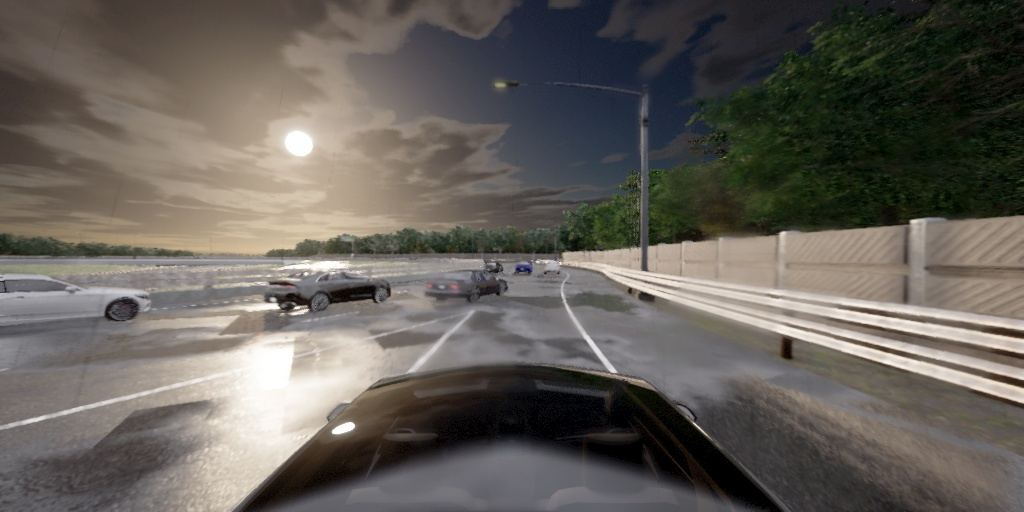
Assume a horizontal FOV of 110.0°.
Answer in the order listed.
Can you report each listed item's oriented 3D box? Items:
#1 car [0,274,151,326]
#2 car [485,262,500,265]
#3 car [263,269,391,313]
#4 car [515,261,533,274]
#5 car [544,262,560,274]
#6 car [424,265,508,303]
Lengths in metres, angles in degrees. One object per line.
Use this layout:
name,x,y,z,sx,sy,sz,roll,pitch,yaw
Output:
car,-12.943,1.209,9.582,1.812,1.442,4.674,1,0,28
car,-2.277,1.405,42.932,1.812,1.442,4.674,1,0,8
car,-6.887,1.237,14.009,2.128,1.511,4.902,1,0,24
car,1.506,1.390,44.753,1.882,1.535,5.008,1,0,7
car,5.099,1.468,45.800,1.812,1.442,4.674,1,0,6
car,-1.964,1.338,17.016,2.033,1.411,5.357,0,0,22
